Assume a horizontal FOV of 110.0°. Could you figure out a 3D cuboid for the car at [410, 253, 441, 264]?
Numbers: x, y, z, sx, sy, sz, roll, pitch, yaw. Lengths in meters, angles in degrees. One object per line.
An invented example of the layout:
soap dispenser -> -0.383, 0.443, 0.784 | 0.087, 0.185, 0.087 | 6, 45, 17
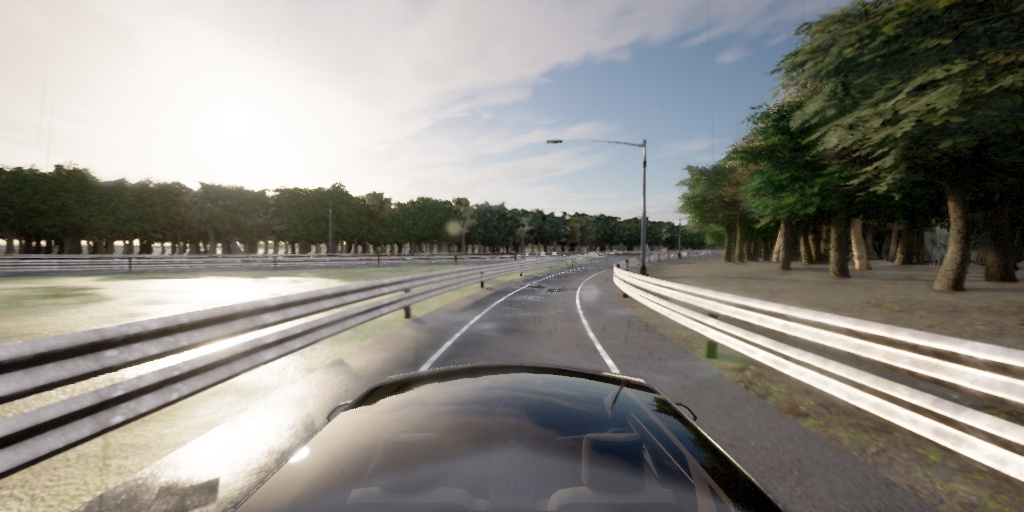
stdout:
car -> -12.848, 0.272, 53.581 | 4.674, 1.442, 1.812 | -1, 2, -37
